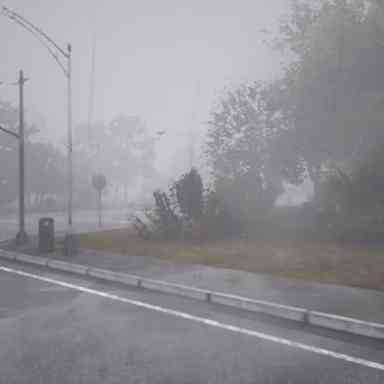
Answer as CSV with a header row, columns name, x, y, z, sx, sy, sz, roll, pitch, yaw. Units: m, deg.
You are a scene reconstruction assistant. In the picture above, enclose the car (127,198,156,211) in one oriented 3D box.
name,x,y,z,sx,sy,sz,roll,pitch,yaw
car,-6.764,1.572,45.120,2.097,1.767,4.553,0,0,32
